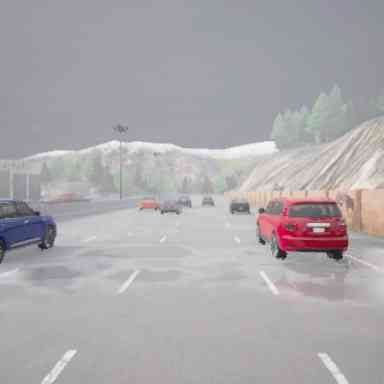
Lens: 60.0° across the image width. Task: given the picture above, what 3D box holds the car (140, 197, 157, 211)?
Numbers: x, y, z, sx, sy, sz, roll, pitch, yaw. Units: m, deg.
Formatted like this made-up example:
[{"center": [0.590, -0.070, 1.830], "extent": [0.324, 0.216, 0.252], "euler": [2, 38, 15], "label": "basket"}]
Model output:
[{"center": [-5.062, 1.351, 41.564], "extent": [2.097, 1.767, 4.553], "euler": [0, 0, 2], "label": "car"}]

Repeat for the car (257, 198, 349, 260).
[{"center": [3.893, 1.223, 12.638], "extent": [2.150, 2.045, 5.566], "euler": [0, 0, 2], "label": "car"}]

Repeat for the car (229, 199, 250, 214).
[{"center": [5.080, 1.477, 35.835], "extent": [1.882, 1.535, 5.008], "euler": [0, 0, 4], "label": "car"}]

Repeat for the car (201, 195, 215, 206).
[{"center": [2.562, 1.491, 53.123], "extent": [2.128, 1.511, 4.902], "euler": [0, 0, 3], "label": "car"}]

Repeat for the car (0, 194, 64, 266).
[{"center": [-6.679, 1.222, 11.238], "extent": [2.150, 2.045, 5.566], "euler": [0, 0, 2], "label": "car"}]

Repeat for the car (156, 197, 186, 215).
[{"center": [-2.057, 1.547, 34.053], "extent": [2.033, 1.411, 5.357], "euler": [0, 0, 3], "label": "car"}]

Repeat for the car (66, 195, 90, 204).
[{"center": [-18.556, 1.601, 54.968], "extent": [1.895, 1.301, 4.718], "euler": [0, 0, 3], "label": "car"}]

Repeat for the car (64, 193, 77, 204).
[{"center": [-21.880, 1.221, 58.484], "extent": [2.150, 2.045, 5.566], "euler": [0, 0, 3], "label": "car"}]

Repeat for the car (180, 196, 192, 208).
[{"center": [-1.135, 1.352, 48.079], "extent": [2.097, 1.767, 4.553], "euler": [0, 0, -1], "label": "car"}]

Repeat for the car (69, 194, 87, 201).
[{"center": [-24.778, 1.155, 72.547], "extent": [2.033, 1.411, 5.357], "euler": [0, 0, 2], "label": "car"}]

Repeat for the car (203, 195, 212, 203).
[{"center": [3.227, 1.478, 69.492], "extent": [1.882, 1.535, 5.008], "euler": [0, 0, 2], "label": "car"}]
